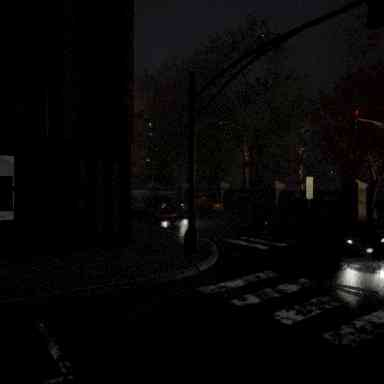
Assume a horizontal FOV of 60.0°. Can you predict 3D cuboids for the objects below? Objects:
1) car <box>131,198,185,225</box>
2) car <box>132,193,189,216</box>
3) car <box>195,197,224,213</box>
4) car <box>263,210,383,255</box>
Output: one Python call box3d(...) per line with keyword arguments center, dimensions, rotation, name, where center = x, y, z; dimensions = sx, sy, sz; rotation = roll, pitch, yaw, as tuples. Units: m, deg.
box3d(center=(-2.563, 1.256, 21.017), dimensions=(1.802, 1.307, 4.206), rotation=(2, 0, -36), name="car")
box3d(center=(-2.379, 0.982, 25.146), dimensions=(2.097, 1.767, 4.553), rotation=(0, 0, -36), name="car")
box3d(center=(0.859, 1.129, 30.558), dimensions=(1.752, 1.417, 4.829), rotation=(1, 0, -36), name="car")
box3d(center=(4.871, 1.427, 13.168), dimensions=(2.033, 1.411, 5.357), rotation=(1, 1, -19), name="car")
